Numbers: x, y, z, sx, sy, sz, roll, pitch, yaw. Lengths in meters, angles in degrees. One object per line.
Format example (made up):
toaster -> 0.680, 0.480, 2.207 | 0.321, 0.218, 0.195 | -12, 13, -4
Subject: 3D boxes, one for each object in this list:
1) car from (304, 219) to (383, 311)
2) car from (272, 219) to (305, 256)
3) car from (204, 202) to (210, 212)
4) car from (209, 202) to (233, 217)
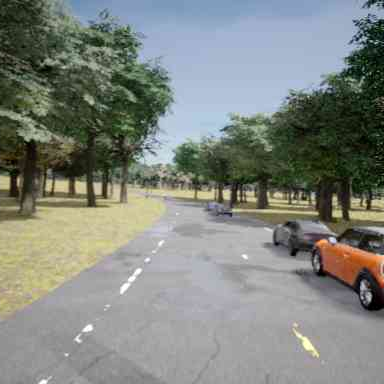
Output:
car -> 4.759, 1.665, 8.624 | 2.097, 1.767, 4.553 | 3, -1, 2
car -> 4.894, 1.908, 14.691 | 1.812, 1.442, 4.674 | 3, -1, 1
car -> 3.012, 2.143, 49.016 | 2.033, 1.411, 5.357 | 3, 0, -4
car -> 3.535, 2.091, 38.721 | 2.033, 1.411, 5.357 | 3, 0, -2
